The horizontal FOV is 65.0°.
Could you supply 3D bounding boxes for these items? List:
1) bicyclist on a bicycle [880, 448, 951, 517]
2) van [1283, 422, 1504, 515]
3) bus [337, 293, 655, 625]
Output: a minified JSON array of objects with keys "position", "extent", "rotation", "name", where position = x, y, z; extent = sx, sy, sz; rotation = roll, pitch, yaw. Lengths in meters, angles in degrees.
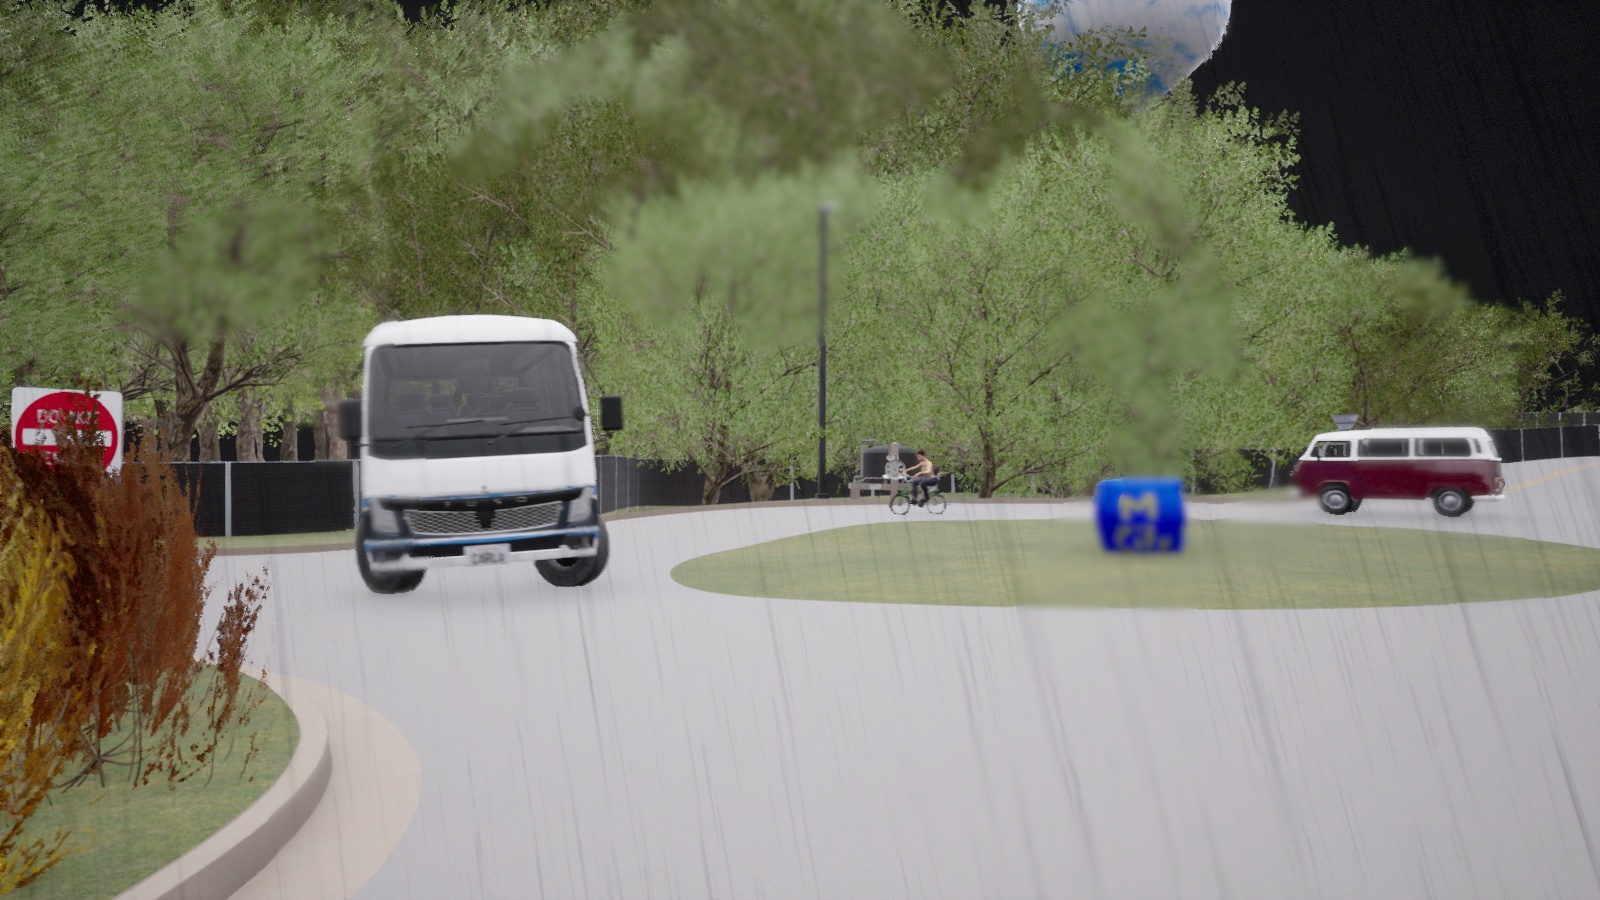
[{"position":[2.830,0.787,30.889],"extent":[1.509,1.612,0.866],"rotation":[-1,2,-17],"name":"bicyclist on a bicycle"},{"position":[13.975,0.411,29.646],"extent":[4.480,2.038,2.069],"rotation":[0,0,33],"name":"van"},{"position":[-5.598,0.058,21.899],"extent":[3.944,4.253,10.273],"rotation":[-4,1,-18],"name":"bus"}]
